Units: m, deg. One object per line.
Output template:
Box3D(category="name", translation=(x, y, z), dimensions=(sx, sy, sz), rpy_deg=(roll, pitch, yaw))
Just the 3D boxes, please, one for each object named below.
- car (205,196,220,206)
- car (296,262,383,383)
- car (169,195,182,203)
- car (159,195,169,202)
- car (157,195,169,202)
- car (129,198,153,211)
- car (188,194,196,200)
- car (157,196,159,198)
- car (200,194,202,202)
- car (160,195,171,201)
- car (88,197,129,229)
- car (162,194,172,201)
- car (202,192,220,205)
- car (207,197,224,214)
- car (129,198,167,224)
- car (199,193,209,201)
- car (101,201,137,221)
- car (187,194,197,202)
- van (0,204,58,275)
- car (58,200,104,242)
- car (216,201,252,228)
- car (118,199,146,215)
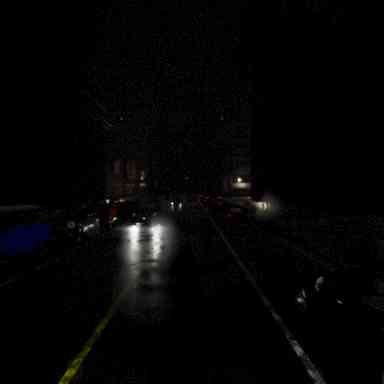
Box3D(category="car", translation=(2.767, 1.431, 38.138), dimensions=(1.802, 1.307, 4.206), rpy_deg=(0, 0, 0))
Box3D(category="car", translation=(2.761, 1.547, 4.319), dimensions=(1.947, 1.339, 4.313), rpy_deg=(0, 0, 0))
Box3D(category="car", translation=(-3.008, 1.284, 64.787), dimensions=(1.837, 1.490, 4.892), rpy_deg=(0, 0, 1))
Box3D(category="car", translation=(-5.754, 1.355, 60.680), dimensions=(1.802, 1.307, 4.206), rpy_deg=(0, 0, 0))
Box3D(category="car", translation=(-5.753, 1.322, 66.317), dimensions=(1.947, 1.339, 4.313), rpy_deg=(0, 0, 0))
Box3D(category="car", translation=(-5.758, 1.401, 38.133), dimensions=(2.008, 1.369, 4.403), rpy_deg=(0, 0, 0))
Box3D(category="car", translation=(0.016, 1.081, 80.725), dimensions=(1.994, 1.385, 4.181), rpy_deg=(0, 0, 0))
Box3D(category="car", translation=(-5.757, 1.411, 43.771), dimensions=(1.802, 1.307, 4.206), rpy_deg=(0, 0, 0))
Box3D(category="car", translation=(2.772, 1.322, 66.318), dimensions=(1.947, 1.339, 4.313), rpy_deg=(0, 0, 0))
Box3D(category="car", translation=(-5.752, 1.306, 71.953), dimensions=(1.947, 1.339, 4.313), rpy_deg=(0, 0, 0))
Box3D(category="car", translation=(-5.762, 1.230, 21.223), dimensions=(2.192, 1.841, 5.009), rpy_deg=(0, 0, 0))
Box3D(category="car", translation=(-5.751, 1.275, 77.590), dimensions=(2.008, 1.369, 4.403), rpy_deg=(0, 0, 0))
Box3D(category="car", translation=(3.010, 1.033, 49.656), dimensions=(2.150, 2.045, 5.566), rpy_deg=(0, 0, 0))
Box3D(category="car", translation=(2.766, 1.452, 32.501), dimensions=(1.802, 1.307, 4.206), rpy_deg=(0, 0, 0))
Box3D(category="car", translation=(-3.095, 1.430, 23.782), dimensions=(1.812, 1.442, 4.674), rpy_deg=(0, 0, 0))
Box3D(category="car", translation=(2.773, 1.163, 77.589), dimensions=(1.967, 1.590, 4.097), rpy_deg=(0, 0, 0))
Box3D(category="car", translation=(-5.760, 1.459, 26.861), dimensions=(1.947, 1.339, 4.313), rpy_deg=(0, 0, 0))
Box3D(category="car", translation=(0.015, 1.386, 65.072), dimensions=(1.895, 1.301, 4.718), rpy_deg=(0, 0, 0))
Box3D(category="van", translation=(-5.764, 1.301, 9.950), dimensions=(1.690, 1.788, 3.998), rpy_deg=(0, 0, 0))
Box3D(category="car", translation=(-5.763, 1.378, 15.586), dimensions=(1.967, 1.590, 4.097), rpy_deg=(0, 0, 0))
Box3D(category="car", translation=(2.764, 1.497, 21.228), dimensions=(1.802, 1.307, 4.206), rpy_deg=(0, 0, 0))
Box3D(category="car", translation=(-5.759, 1.437, 32.497), dimensions=(1.947, 1.339, 4.313), rpy_deg=(0, 0, 0))
